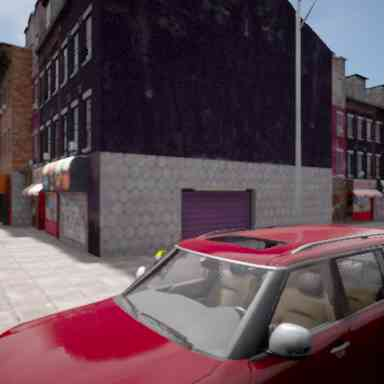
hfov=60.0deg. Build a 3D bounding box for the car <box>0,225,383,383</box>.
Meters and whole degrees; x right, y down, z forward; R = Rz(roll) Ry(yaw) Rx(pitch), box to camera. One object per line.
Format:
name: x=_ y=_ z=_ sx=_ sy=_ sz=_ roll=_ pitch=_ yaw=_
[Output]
car: x=0.651 y=1.337 z=3.282 sx=5.009 sy=1.841 sz=2.192 roll=1 pitch=-1 yaw=-35
